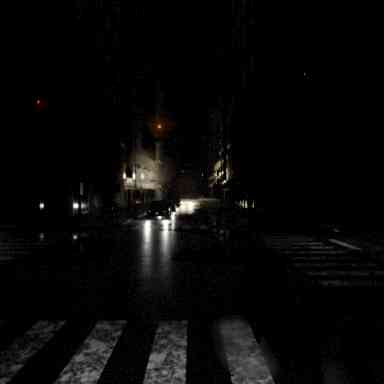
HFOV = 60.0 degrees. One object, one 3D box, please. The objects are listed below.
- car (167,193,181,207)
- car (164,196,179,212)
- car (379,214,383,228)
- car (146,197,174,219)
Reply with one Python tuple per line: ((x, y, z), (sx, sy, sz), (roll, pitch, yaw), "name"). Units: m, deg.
((-2.863, 1.183, 49.514), (2.150, 2.045, 5.566), (0, 0, 0), "car")
((-2.855, 1.500, 39.115), (1.812, 1.442, 4.674), (0, 0, 0), "car")
((12.342, 1.277, 16.851), (5.009, 1.841, 2.192), (0, 0, 0), "car")
((-2.859, 1.488, 29.248), (1.837, 1.490, 4.892), (0, 0, 0), "car")
